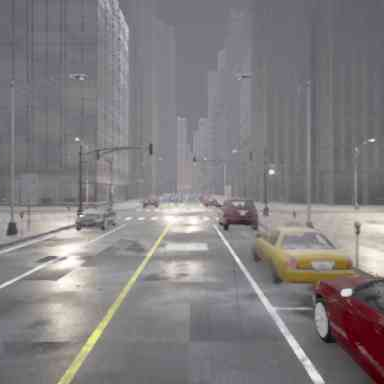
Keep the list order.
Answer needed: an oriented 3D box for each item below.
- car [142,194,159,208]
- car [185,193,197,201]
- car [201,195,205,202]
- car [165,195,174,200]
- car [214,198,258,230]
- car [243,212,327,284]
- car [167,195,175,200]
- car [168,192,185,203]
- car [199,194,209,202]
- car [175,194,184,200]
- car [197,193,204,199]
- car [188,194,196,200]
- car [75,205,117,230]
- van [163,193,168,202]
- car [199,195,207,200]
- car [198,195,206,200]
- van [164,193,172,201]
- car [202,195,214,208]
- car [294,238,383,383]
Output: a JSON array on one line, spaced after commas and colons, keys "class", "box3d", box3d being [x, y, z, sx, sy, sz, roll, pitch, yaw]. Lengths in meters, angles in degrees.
[{"class": "car", "box3d": [-5.767, 1.248, 47.287, 2.192, 1.841, 5.009, 0, 0, 0]}, {"class": "car", "box3d": [-0.008, 1.440, 77.542, 2.033, 1.411, 5.357, 0, 0, 0]}, {"class": "car", "box3d": [2.757, 1.510, 52.927, 1.802, 1.307, 4.206, 0, 0, 0]}, {"class": "car", "box3d": [-5.771, 1.448, 86.619, 2.008, 1.369, 4.403, 0, 0, 0]}, {"class": "car", "box3d": [2.761, 1.283, 20.454, 2.192, 1.841, 5.009, 0, 0, 0]}, {"class": "car", "box3d": [2.762, 1.510, 9.351, 1.752, 1.417, 4.829, 0, 0, 0]}, {"class": "car", "box3d": [-5.772, 1.460, 92.237, 1.947, 1.339, 4.313, 0, 0, 0]}, {"class": "car", "box3d": [-3.018, 1.268, 65.368, 2.097, 1.767, 4.553, 0, 0, 0]}, {"class": "car", "box3d": [2.757, 1.467, 58.545, 1.887, 1.381, 4.507, 0, 0, 0]}, {"class": "car", "box3d": [-3.008, 1.259, 81.468, 2.033, 1.411, 5.357, 0, 0, 0]}, {"class": "car", "box3d": [2.756, 1.227, 69.781, 2.192, 1.841, 5.009, 0, 0, 0]}, {"class": "car", "box3d": [-0.009, 1.357, 87.957, 1.837, 1.490, 4.892, 0, 0, 0]}, {"class": "car", "box3d": [-5.764, 1.518, 20.434, 2.008, 1.369, 4.403, 0, 0, 0]}, {"class": "van", "box3d": [-5.770, 1.248, 75.381, 1.690, 1.788, 3.998, 0, 0, 0]}, {"class": "car", "box3d": [2.754, 1.464, 86.636, 1.947, 1.339, 4.313, 0, 0, 0]}, {"class": "car", "box3d": [2.753, 1.439, 92.255, 1.887, 1.381, 4.507, 0, 0, 0]}, {"class": "van", "box3d": [-5.770, 1.243, 80.999, 1.690, 1.788, 3.998, 0, 0, 0]}, {"class": "car", "box3d": [2.758, 1.515, 47.308, 1.802, 1.307, 4.206, 0, 0, 0]}, {"class": "car", "box3d": [2.763, 1.539, 3.544, 1.887, 1.381, 4.507, 0, 0, 0]}]
